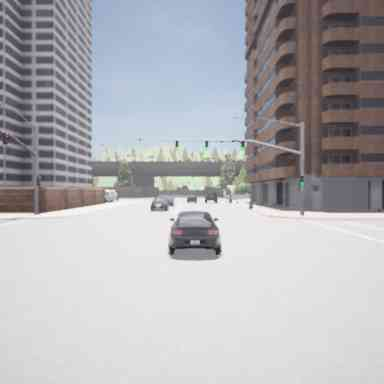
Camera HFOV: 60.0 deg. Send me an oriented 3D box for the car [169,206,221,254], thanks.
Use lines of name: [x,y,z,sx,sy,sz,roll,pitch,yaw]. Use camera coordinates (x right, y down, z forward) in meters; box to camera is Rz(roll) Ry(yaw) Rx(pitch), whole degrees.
car: [0.092,1.465,13.100,1.812,1.442,4.674,0,0,0]

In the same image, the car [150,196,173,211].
car: [-3.601,1.317,37.660,2.128,1.511,4.902,0,0,-1]

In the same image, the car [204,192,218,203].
car: [3.499,0.940,60.844,2.150,2.045,5.566,0,0,0]

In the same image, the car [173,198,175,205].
car: [-3.542,1.269,48.064,2.128,1.511,4.902,0,0,1]

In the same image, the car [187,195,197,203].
car: [-0.001,1.226,60.135,1.837,1.490,4.892,0,0,0]
